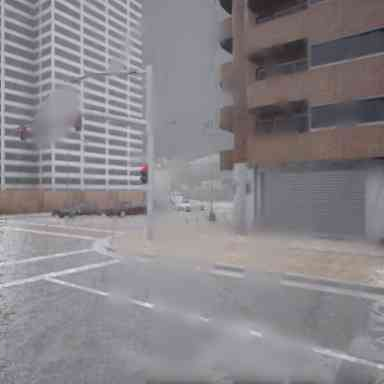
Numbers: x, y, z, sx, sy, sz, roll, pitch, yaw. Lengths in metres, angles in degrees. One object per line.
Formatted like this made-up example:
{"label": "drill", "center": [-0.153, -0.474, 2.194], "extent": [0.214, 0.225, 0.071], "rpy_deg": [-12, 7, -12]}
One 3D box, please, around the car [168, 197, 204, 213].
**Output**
{"label": "car", "center": [-0.301, 1.603, 39.311], "extent": [1.812, 1.442, 4.674], "rpy_deg": [0, 0, 36]}

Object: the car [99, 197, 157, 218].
{"label": "car", "center": [-5.946, 1.554, 31.335], "extent": [1.882, 1.535, 5.008], "rpy_deg": [0, 0, 35]}

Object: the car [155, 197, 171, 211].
{"label": "car", "center": [-4.554, 1.652, 39.364], "extent": [1.994, 1.385, 4.181], "rpy_deg": [0, 0, 35]}

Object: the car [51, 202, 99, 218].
{"label": "car", "center": [-10.318, 1.636, 31.212], "extent": [2.033, 1.411, 5.357], "rpy_deg": [0, 0, 35]}
